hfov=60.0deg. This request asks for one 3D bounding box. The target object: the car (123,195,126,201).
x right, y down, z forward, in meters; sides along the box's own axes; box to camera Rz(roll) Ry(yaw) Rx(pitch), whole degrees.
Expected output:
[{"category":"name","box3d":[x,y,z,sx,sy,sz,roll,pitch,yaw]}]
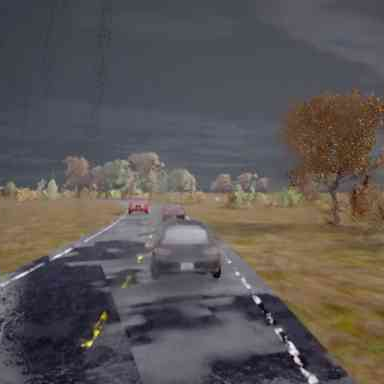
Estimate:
[{"category":"car","box3d":[-14.858,1.406,76.884,2.097,1.767,4.553,0,0,-17]}]

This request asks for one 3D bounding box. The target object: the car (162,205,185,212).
[{"category":"car","box3d":[-1.699,1.753,29.199,1.895,1.301,4.718,0,0,-6]}]

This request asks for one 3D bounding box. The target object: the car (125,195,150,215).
[{"category":"car","box3d":[-6.001,1.421,37.430,2.150,2.045,5.566,0,0,-8]}]

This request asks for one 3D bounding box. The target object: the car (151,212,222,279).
[{"category":"car","box3d":[-0.211,1.576,10.084,1.812,1.442,4.674,0,0,-3]}]
